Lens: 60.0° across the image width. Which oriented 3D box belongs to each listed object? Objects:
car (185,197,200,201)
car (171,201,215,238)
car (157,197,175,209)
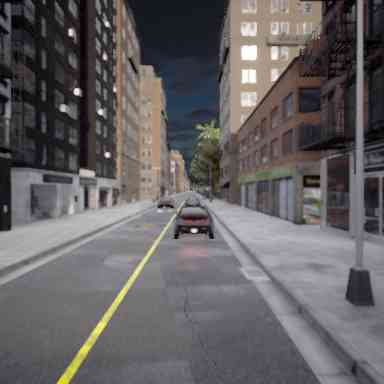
[{"bbox_3d":[0.083,1.311,41.426,1.994,1.385,4.181,0,0,0],"label":"car"},{"bbox_3d":[0.092,1.402,16.856,1.837,1.490,4.892,0,0,0],"label":"car"},{"bbox_3d":[-3.058,1.302,40.261,2.033,1.411,5.357,0,0,0],"label":"car"}]
